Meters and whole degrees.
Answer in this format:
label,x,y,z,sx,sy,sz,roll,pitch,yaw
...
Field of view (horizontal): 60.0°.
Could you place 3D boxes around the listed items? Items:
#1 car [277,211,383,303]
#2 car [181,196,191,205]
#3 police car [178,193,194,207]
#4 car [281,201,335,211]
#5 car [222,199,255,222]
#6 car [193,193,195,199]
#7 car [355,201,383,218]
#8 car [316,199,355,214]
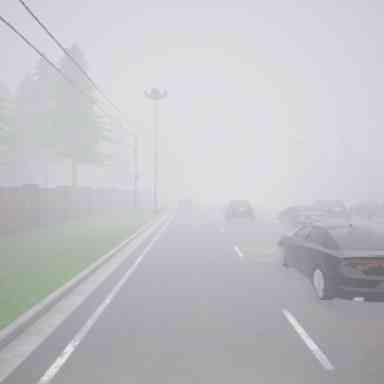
label,x,y,z,sx,sy,sz,roll,pitch,yaw
car,3.574,1.471,8.318,1.882,1.535,5.008,0,0,0
car,-1.025,1.484,59.395,1.812,1.442,4.674,0,0,0
police car,-1.030,1.390,49.505,1.930,1.638,5.238,0,0,0
car,7.073,1.531,21.811,2.033,1.411,5.357,0,0,0
car,3.594,1.333,26.435,2.097,1.767,4.553,0,0,0
car,-1.024,1.305,65.366,2.097,1.767,4.553,0,0,0
car,14.096,1.471,26.703,2.128,1.511,4.902,0,0,0
car,10.594,1.332,26.431,2.097,1.767,4.553,0,0,0
